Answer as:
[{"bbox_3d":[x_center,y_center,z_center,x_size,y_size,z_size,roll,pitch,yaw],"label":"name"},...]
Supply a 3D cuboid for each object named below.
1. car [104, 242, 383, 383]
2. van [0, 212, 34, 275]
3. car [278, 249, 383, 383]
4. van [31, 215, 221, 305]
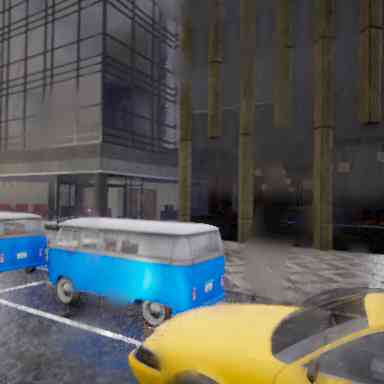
[{"bbox_3d":[1.888,1.553,2.815,5.366,1.575,1.801,0,-1,31],"label":"car"},{"bbox_3d":[-6.112,1.453,9.822,3.998,1.788,1.690,0,-1,31],"label":"van"},{"bbox_3d":[3.531,1.699,4.053,4.403,1.369,2.008,0,-1,31],"label":"car"},{"bbox_3d":[-1.289,1.471,6.940,3.998,1.788,1.690,0,-1,31],"label":"van"}]
